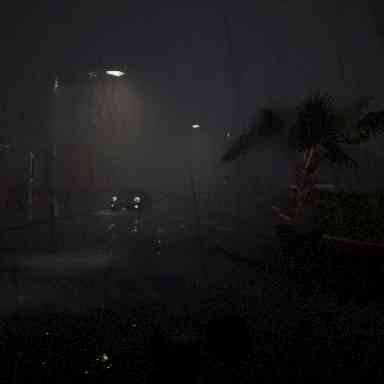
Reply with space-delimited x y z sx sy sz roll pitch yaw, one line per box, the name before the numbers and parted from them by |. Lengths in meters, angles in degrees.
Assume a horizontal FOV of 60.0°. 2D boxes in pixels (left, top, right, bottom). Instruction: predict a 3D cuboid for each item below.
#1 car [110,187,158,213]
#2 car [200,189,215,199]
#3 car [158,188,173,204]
car | -4.225 0.449 24.034 2.097 1.767 4.553 2 2 6
car | 2.271 0.234 46.269 1.895 1.301 4.718 2 2 6
car | -3.150 0.321 34.347 1.837 1.490 4.892 2 2 6
